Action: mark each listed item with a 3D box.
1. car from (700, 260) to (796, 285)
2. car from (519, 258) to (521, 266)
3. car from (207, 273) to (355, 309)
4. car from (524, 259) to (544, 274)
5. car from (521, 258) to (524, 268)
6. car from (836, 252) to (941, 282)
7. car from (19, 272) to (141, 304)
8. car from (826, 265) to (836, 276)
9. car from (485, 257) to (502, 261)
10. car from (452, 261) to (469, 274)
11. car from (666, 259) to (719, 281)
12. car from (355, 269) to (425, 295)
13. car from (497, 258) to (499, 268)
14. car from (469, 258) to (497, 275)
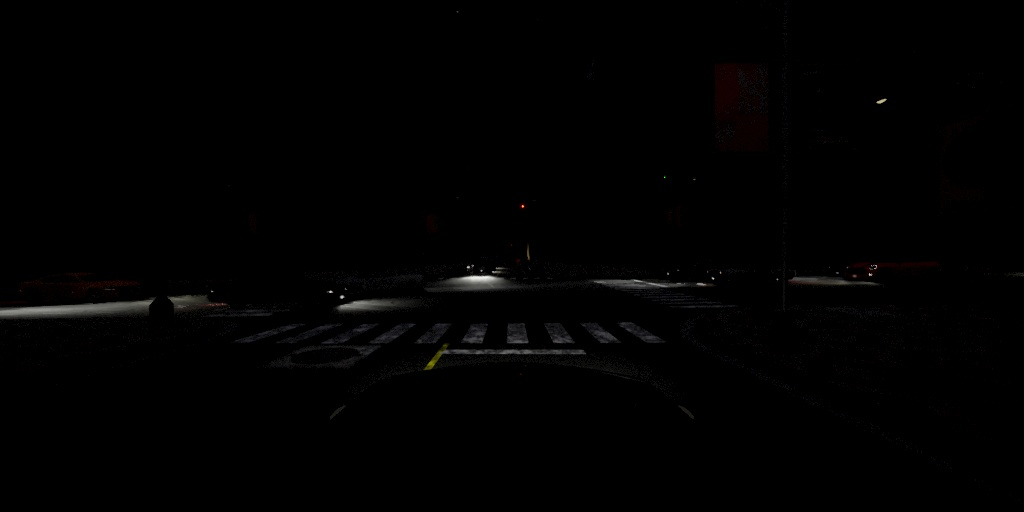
[{"bbox_3d":[14.831,1.059,22.537,4.718,1.301,1.895,-1,0,0],"label":"car"},{"bbox_3d":[2.626,1.311,57.579,2.007,1.370,4.403,0,0,0],"label":"car"},{"bbox_3d":[-10.160,1.464,15.784,5.357,1.411,2.033,-1,0,0],"label":"car"},{"bbox_3d":[2.713,1.305,41.246,2.007,1.370,4.403,0,0,0],"label":"car"},{"bbox_3d":[2.655,1.303,52.135,1.888,1.381,4.507,0,0,0],"label":"car"},{"bbox_3d":[23.792,0.653,22.554,4.553,1.767,2.097,-1,0,0],"label":"car"},{"bbox_3d":[-22.725,1.622,19.007,5.008,1.535,1.882,-1,0,0],"label":"car"},{"bbox_3d":[25.612,0.864,25.809,4.718,1.301,1.895,-1,0,0],"label":"car"},{"bbox_3d":[-3.233,1.289,62.392,1.812,1.442,4.674,0,0,0],"label":"car"},{"bbox_3d":[-5.812,1.305,41.204,2.007,1.370,4.403,0,0,0],"label":"car"},{"bbox_3d":[13.688,0.964,25.794,4.902,1.511,2.128,-1,0,0],"label":"car"},{"bbox_3d":[-7.449,1.423,20.745,4.718,1.301,1.895,-2,1,-19],"label":"car"},{"bbox_3d":[-3.191,1.305,49.521,2.033,1.411,5.357,0,0,0],"label":"car"},{"bbox_3d":[-3.135,1.246,39.173,2.128,1.511,4.902,0,0,0],"label":"car"}]
